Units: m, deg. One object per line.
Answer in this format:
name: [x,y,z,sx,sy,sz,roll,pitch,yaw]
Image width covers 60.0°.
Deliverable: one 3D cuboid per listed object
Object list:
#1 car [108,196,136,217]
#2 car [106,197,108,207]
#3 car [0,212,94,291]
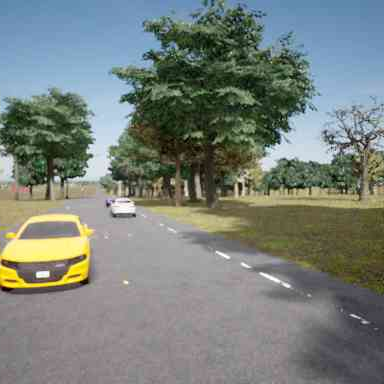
car: [-5.777,1.235,27.681,1.812,1.442,4.674,0,1,-16]
car: [-9.837,1.165,41.733,1.895,1.301,4.718,0,1,-15]
car: [-3.812,1.391,9.194,1.882,1.535,5.008,-1,1,-18]
